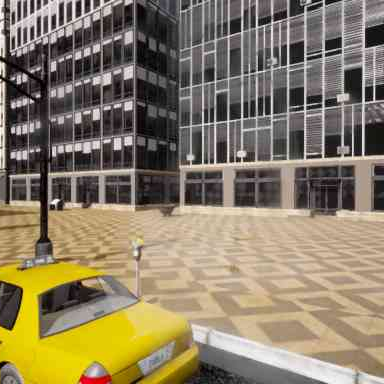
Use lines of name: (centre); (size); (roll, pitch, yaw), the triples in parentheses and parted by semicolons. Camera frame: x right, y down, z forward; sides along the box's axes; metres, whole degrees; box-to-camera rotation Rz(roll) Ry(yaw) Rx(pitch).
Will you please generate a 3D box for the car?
car: (-2.201, 1.525, 4.462); (4.829, 1.417, 1.752); (0, 0, 36)
